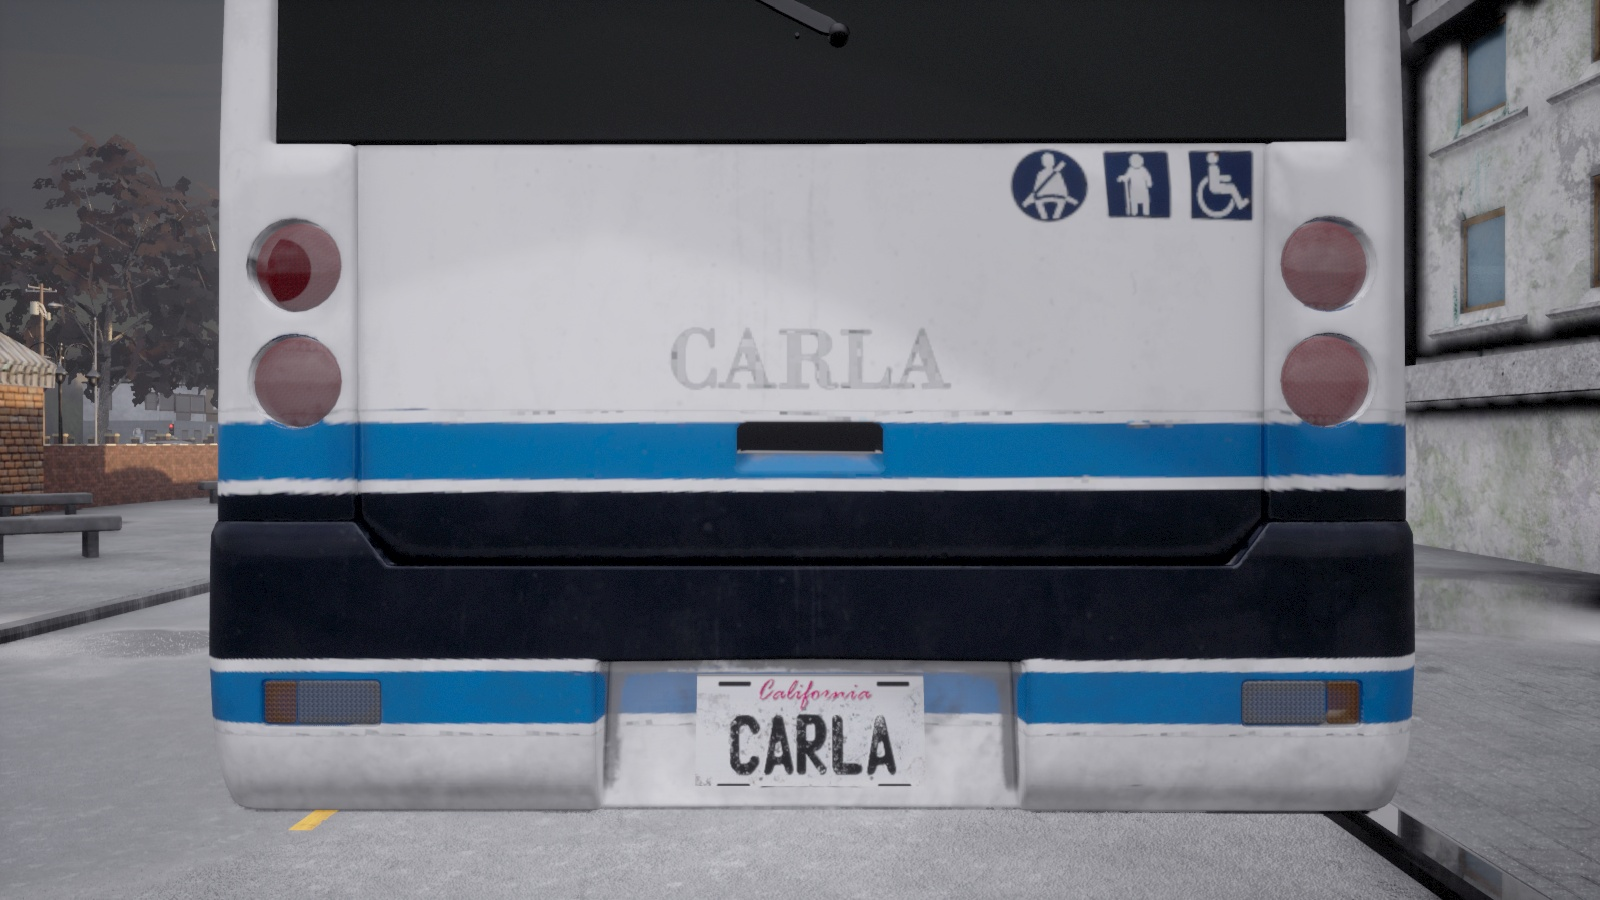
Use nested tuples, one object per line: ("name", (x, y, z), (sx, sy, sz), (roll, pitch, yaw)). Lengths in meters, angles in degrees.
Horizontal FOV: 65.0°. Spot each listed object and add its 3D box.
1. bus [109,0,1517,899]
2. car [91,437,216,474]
("bus", (0.062, -0.679, 8.658), (3.944, 4.253, 10.273), (0, 0, 0))
("car", (-29.674, 0.241, 57.755), (4.611, 1.667, 2.242), (0, 0, -2))
